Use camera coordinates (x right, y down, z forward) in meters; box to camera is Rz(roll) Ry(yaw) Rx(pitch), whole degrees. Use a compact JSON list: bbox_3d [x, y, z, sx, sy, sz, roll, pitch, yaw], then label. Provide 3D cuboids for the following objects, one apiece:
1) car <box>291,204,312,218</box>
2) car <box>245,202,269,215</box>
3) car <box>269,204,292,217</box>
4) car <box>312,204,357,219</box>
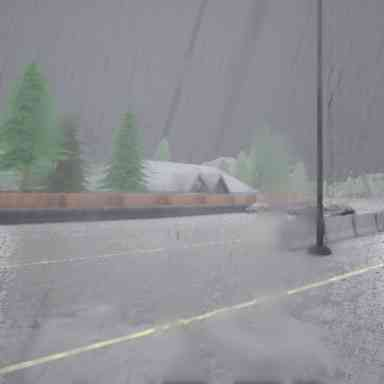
[{"bbox_3d":[12.206,1.987,33.463,1.895,1.301,4.718,0,-1,43],"label":"car"},{"bbox_3d":[8.155,1.961,39.384,1.812,1.442,4.674,0,-1,43],"label":"car"},{"bbox_3d":[10.805,1.984,37.112,1.994,1.385,4.181,0,-1,43],"label":"car"},{"bbox_3d":[12.829,1.836,29.099,2.128,1.511,4.902,0,-1,44],"label":"car"}]
